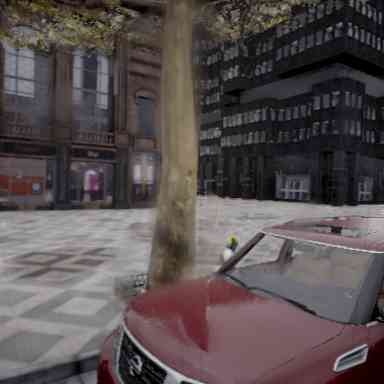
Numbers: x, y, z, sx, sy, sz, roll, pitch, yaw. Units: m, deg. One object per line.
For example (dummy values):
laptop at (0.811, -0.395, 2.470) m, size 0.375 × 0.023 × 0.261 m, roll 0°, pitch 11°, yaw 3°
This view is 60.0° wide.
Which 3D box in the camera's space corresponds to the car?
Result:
car at (1.616, 1.264, 3.706) m, size 5.009 × 1.841 × 2.192 m, roll 1°, pitch 2°, yaw -34°
